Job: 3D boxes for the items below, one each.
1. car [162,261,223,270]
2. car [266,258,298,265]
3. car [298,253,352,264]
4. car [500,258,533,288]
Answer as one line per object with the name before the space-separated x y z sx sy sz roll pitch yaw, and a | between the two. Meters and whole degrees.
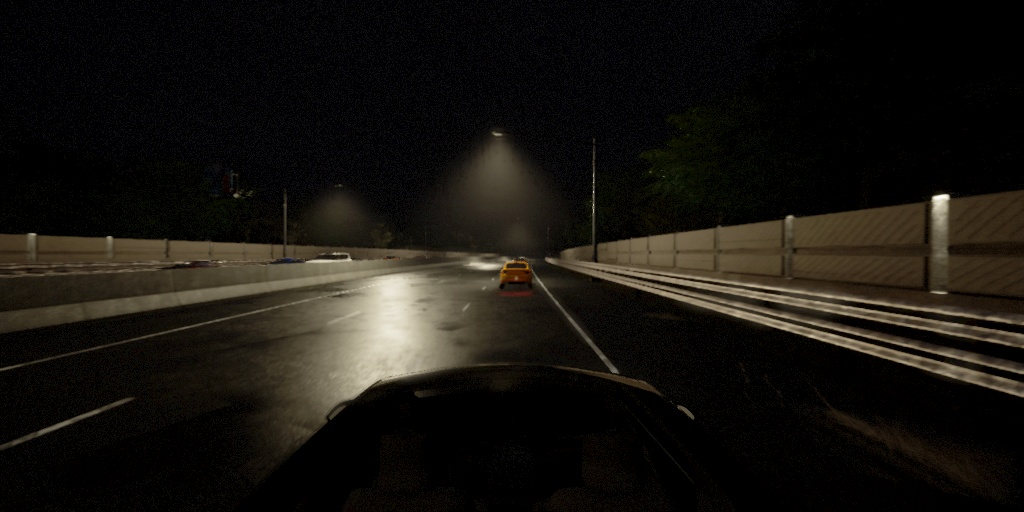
car | -24.297 1.079 27.387 1.994 1.385 4.181 0 0 1
car | -20.666 0.971 32.816 1.882 1.535 5.008 0 0 2
car | -17.151 0.716 33.757 2.150 2.045 5.566 0 1 2
car | 0.281 1.077 22.418 1.882 1.535 5.008 0 0 1
